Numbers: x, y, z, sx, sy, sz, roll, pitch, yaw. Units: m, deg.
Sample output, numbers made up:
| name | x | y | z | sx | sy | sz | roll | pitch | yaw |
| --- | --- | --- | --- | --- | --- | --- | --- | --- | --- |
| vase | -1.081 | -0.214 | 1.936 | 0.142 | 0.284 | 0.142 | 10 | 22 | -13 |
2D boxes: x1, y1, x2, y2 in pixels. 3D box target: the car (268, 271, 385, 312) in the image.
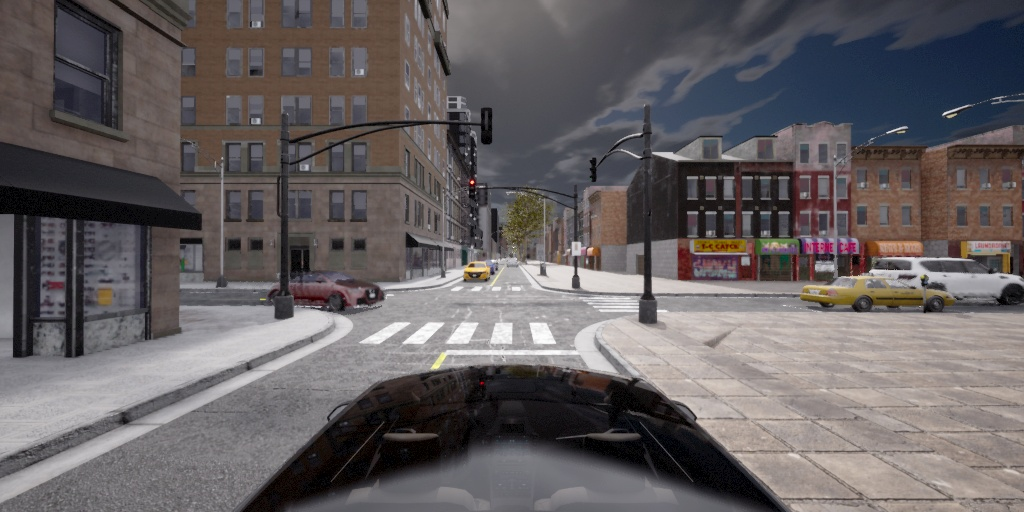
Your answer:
| name | x | y | z | sx | sy | sz | roll | pitch | yaw |
| --- | --- | --- | --- | --- | --- | --- | --- | --- | --- |
| car | -7.066 | 1.269 | 13.757 | 4.181 | 1.385 | 1.994 | 0 | 0 | 15 |

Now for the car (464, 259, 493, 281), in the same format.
| name | x | y | z | sx | sy | sz | roll | pitch | yaw |
| --- | --- | --- | --- | --- | --- | --- | --- | --- | --- |
| car | -2.849 | 1.214 | 29.800 | 1.882 | 1.535 | 5.008 | 0 | 0 | 0 |

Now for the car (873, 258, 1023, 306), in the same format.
| name | x | y | z | sx | sy | sz | roll | pitch | yaw |
| --- | --- | --- | --- | --- | --- | --- | --- | --- | --- |
| car | 19.520 | 1.096 | 16.267 | 5.566 | 2.045 | 2.150 | 0 | 0 | 0 |

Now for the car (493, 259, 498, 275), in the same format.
| name | x | y | z | sx | sy | sz | roll | pitch | yaw |
| --- | --- | --- | --- | --- | --- | --- | --- | --- | --- |
| car | -2.860 | 1.209 | 39.205 | 1.882 | 1.535 | 5.008 | 0 | 0 | 0 |

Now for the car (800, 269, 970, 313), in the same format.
| name | x | y | z | sx | sy | sz | roll | pitch | yaw |
| --- | --- | --- | --- | --- | --- | --- | --- | --- | --- |
| car | 13.881 | 1.346 | 13.711 | 4.829 | 1.417 | 1.751 | 0 | 0 | 0 |
